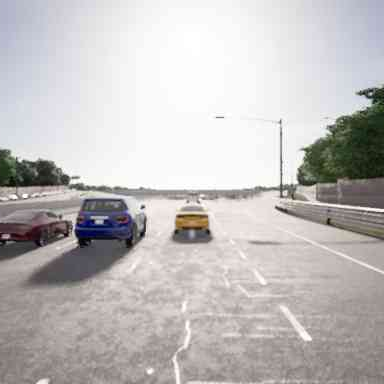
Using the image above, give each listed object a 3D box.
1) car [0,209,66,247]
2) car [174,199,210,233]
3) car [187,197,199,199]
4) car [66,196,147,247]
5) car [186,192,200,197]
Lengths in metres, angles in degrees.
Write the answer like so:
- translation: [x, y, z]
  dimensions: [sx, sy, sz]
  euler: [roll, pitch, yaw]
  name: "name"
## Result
- translation: [-6.887, 1.477, 14.688]
  dimensions: [1.812, 1.442, 4.674]
  euler: [0, 0, 0]
  name: "car"
- translation: [0.015, 1.413, 19.236]
  dimensions: [1.882, 1.535, 5.008]
  euler: [0, 0, 0]
  name: "car"
- translation: [0.130, 1.489, 33.664]
  dimensions: [1.895, 1.301, 4.718]
  euler: [0, 0, 0]
  name: "car"
- translation: [-3.387, 1.172, 14.841]
  dimensions: [2.150, 2.045, 5.566]
  euler: [0, 0, 0]
  name: "car"
- translation: [0.151, 1.079, 59.205]
  dimensions: [2.150, 2.045, 5.566]
  euler: [0, 0, 0]
  name: "car"
